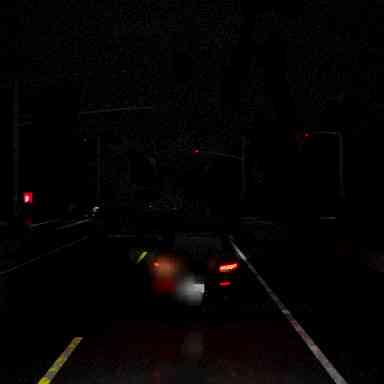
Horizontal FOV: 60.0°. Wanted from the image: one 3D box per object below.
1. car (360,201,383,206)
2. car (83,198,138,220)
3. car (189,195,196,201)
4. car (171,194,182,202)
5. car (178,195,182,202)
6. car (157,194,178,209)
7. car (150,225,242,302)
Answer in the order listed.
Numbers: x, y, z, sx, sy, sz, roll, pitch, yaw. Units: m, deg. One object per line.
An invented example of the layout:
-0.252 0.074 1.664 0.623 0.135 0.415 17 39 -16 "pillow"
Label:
15.574 1.528 28.695 5.357 1.411 2.033 0 0 -6 "car"
-6.889 1.358 28.313 2.097 1.767 4.553 -1 0 44 "car"
0.099 1.525 80.931 2.128 1.511 4.902 0 0 0 "car"
-3.410 1.344 73.587 2.097 1.767 4.553 0 0 0 "car"
-3.501 1.490 59.638 2.128 1.511 4.902 0 0 0 "car"
-3.542 1.224 45.998 2.150 2.045 5.566 0 0 0 "car"
0.083 1.526 8.137 1.812 1.442 4.674 0 0 0 "car"
